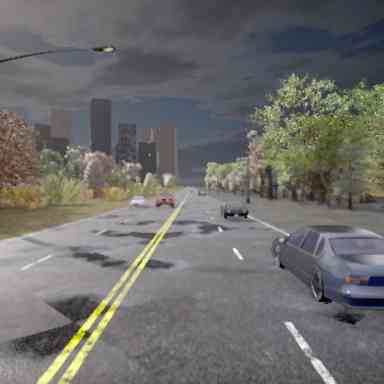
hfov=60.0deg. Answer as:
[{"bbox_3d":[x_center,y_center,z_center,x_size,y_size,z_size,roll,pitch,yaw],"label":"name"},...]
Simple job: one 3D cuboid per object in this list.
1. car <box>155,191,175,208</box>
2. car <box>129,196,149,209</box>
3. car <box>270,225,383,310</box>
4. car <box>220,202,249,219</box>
[{"bbox_3d":[-3.323,0.950,42.030,2.150,2.045,5.566,0,0,0],"label":"car"},{"bbox_3d":[-6.574,1.257,41.456,1.812,1.442,4.674,0,1,0],"label":"car"},{"bbox_3d":[3.356,1.510,7.966,2.033,1.411,5.357,0,0,0],"label":"car"},{"bbox_3d":[3.358,1.450,27.288,1.895,1.301,4.718,0,0,0],"label":"car"}]
